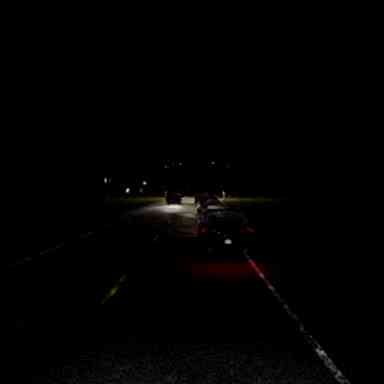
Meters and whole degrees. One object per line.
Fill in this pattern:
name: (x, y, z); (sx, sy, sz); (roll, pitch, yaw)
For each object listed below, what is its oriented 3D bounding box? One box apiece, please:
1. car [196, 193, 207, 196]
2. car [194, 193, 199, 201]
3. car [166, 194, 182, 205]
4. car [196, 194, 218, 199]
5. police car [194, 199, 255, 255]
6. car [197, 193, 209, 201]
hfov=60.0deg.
car: (1.510, 1.155, 28.611); (1.882, 1.535, 5.008); (0, 1, 2)
car: (1.354, 0.904, 49.389); (1.882, 1.535, 5.008); (0, 1, 3)
car: (-2.416, 0.965, 45.401); (2.128, 1.511, 4.902); (0, 1, 3)
car: (1.346, 1.200, 22.822); (1.801, 1.575, 5.366); (0, 1, 1)
police car: (1.145, 1.284, 12.773); (1.930, 1.638, 5.238); (0, 1, 1)
car: (2.108, 0.877, 62.425); (1.895, 1.301, 4.718); (0, 1, 4)
